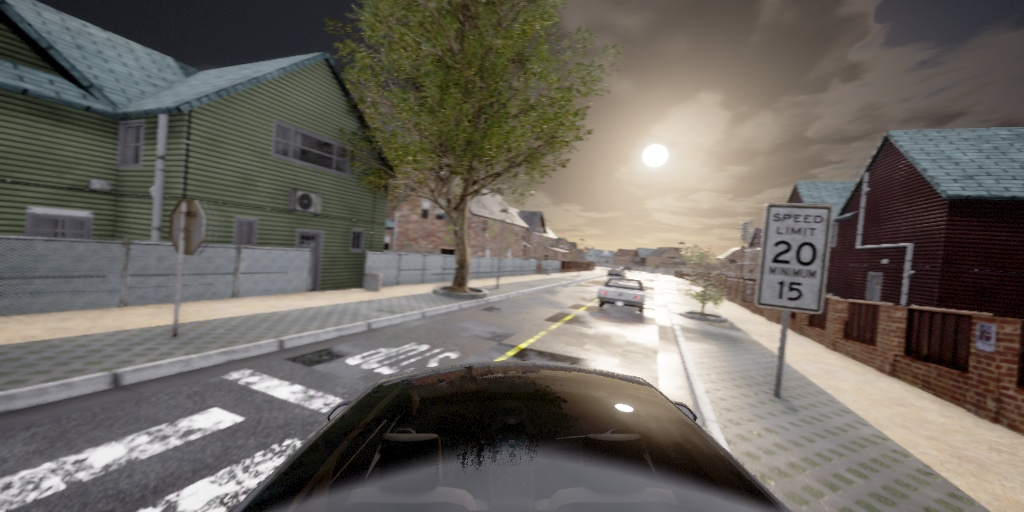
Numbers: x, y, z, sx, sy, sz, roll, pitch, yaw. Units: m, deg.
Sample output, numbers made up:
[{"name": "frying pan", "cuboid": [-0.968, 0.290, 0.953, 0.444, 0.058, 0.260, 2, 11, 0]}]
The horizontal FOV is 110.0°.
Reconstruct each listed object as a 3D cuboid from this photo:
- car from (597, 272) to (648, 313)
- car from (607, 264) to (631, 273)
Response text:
[{"name": "car", "cuboid": [5.167, 1.661, 16.413, 1.895, 1.301, 4.718, 6, 1, 22]}, {"name": "car", "cuboid": [12.261, 1.999, 41.841, 2.033, 1.411, 5.357, 6, 1, 22]}]
